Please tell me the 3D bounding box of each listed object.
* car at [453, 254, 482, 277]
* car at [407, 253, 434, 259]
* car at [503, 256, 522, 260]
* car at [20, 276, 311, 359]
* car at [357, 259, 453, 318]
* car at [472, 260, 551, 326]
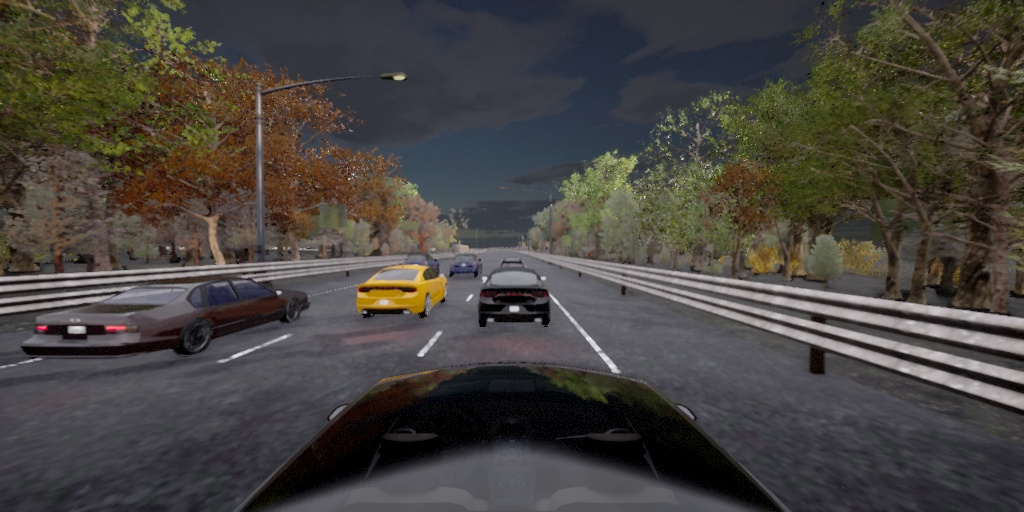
[{"bbox_3d":[-3.481,0.615,27.924,2.097,1.767,4.553,0,1,0],"label":"car"},{"bbox_3d":[-6.980,0.615,27.916,2.097,1.767,4.553,0,1,0],"label":"car"},{"bbox_3d":[0.019,0.750,28.159,2.128,1.511,4.902,0,1,0],"label":"car"},{"bbox_3d":[-6.944,1.177,8.241,2.033,1.411,5.357,0,1,0],"label":"car"},{"bbox_3d":[-3.437,1.035,12.117,1.882,1.535,5.008,0,1,0],"label":"car"},{"bbox_3d":[0.062,1.055,11.006,1.882,1.535,5.008,0,1,0],"label":"car"}]
